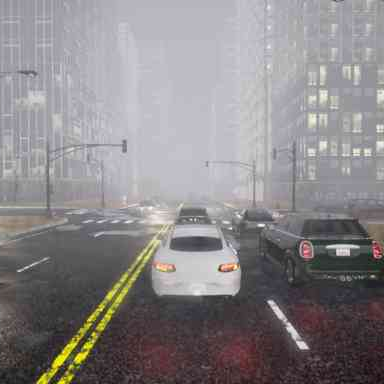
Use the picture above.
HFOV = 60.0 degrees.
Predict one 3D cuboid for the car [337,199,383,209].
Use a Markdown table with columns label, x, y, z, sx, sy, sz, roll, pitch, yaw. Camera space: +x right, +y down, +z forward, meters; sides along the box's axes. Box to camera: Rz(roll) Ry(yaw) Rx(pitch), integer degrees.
| label | x | y | z | sx | sy | sz | roll | pitch | yaw |
| --- | --- | --- | --- | --- | --- | --- | --- | --- | --- |
| car | 16.127 | 1.518 | 29.599 | 5.009 | 1.841 | 2.192 | 1 | 0 | 1 |

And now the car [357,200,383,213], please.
| label | x | y | z | sx | sy | sz | roll | pitch | yaw |
| --- | --- | --- | --- | --- | --- | --- | --- | --- | --- |
| car | 21.714 | 1.641 | 37.900 | 4.829 | 1.417 | 1.752 | 1 | 0 | 1 |

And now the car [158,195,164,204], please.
| label | x | y | z | sx | sy | sz | roll | pitch | yaw |
| --- | --- | --- | --- | --- | --- | --- | --- | --- | --- |
| car | -6.722 | 1.427 | 61.100 | 1.882 | 1.535 | 5.008 | 0 | 0 | 1 |

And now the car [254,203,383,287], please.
| label | x | y | z | sx | sy | sz | roll | pitch | yaw |
| --- | --- | --- | --- | --- | --- | --- | --- | --- | --- |
| car | 3.327 | 1.348 | 9.460 | 2.097 | 1.767 | 4.553 | 0 | 0 | 0 |

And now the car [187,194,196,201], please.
| label | x | y | z | sx | sy | sz | roll | pitch | yaw |
| --- | --- | --- | --- | --- | --- | --- | --- | --- | --- |
| car | -0.202 | 1.414 | 80.348 | 1.837 | 1.490 | 4.892 | 0 | 0 | 0 |

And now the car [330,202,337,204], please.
| label | x | y | z | sx | sy | sz | roll | pitch | yaw |
| --- | --- | --- | --- | --- | --- | --- | --- | --- | --- |
| car | 15.066 | 1.700 | 35.385 | 4.718 | 1.301 | 1.895 | 0 | 1 | 0 |

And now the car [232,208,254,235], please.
| label | x | y | z | sx | sy | sz | roll | pitch | yaw |
| --- | --- | --- | --- | --- | --- | --- | --- | --- | --- |
| car | 3.304 | 1.554 | 17.846 | 1.994 | 1.385 | 4.181 | 0 | 0 | 0 |

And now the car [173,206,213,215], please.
| label | x | y | z | sx | sy | sz | roll | pitch | yaw |
| --- | --- | --- | --- | --- | --- | --- | --- | --- | --- |
| car | 0.056 | 1.495 | 17.432 | 1.837 | 1.490 | 4.892 | 0 | 0 | 0 |

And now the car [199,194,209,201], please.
| label | x | y | z | sx | sy | sz | roll | pitch | yaw |
| --- | --- | --- | --- | --- | --- | --- | --- | --- | --- |
| car | 3.048 | 1.392 | 80.356 | 1.882 | 1.535 | 5.008 | 0 | 0 | 0 |

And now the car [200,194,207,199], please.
| label | x | y | z | sx | sy | sz | roll | pitch | yaw |
| --- | --- | --- | --- | --- | --- | --- | --- | --- | --- |
| car | 3.021 | 1.262 | 90.773 | 1.812 | 1.442 | 4.674 | 0 | 0 | 0 |

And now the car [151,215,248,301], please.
| label | x | y | z | sx | sy | sz | roll | pitch | yaw |
| --- | --- | --- | --- | --- | --- | --- | --- | --- | --- |
| car | 0.081 | 1.522 | 8.183 | 1.812 | 1.442 | 4.674 | 0 | 0 | 0 |

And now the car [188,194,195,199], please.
| label | x | y | z | sx | sy | sz | roll | pitch | yaw |
| --- | --- | --- | --- | --- | --- | --- | --- | --- | --- |
| car | -0.229 | 1.216 | 90.766 | 1.882 | 1.535 | 5.008 | 0 | 0 | 0 |

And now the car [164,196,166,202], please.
| label | x | y | z | sx | sy | sz | roll | pitch | yaw |
| --- | --- | --- | --- | --- | --- | --- | --- | --- | --- |
| car | -6.682 | 1.414 | 71.475 | 1.882 | 1.535 | 5.008 | 0 | 0 | 0 |

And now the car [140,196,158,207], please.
| label | x | y | z | sx | sy | sz | roll | pitch | yaw |
| --- | --- | --- | --- | --- | --- | --- | --- | --- | --- |
| car | -6.718 | 1.526 | 50.776 | 1.994 | 1.385 | 4.181 | 0 | 0 | 0 |
